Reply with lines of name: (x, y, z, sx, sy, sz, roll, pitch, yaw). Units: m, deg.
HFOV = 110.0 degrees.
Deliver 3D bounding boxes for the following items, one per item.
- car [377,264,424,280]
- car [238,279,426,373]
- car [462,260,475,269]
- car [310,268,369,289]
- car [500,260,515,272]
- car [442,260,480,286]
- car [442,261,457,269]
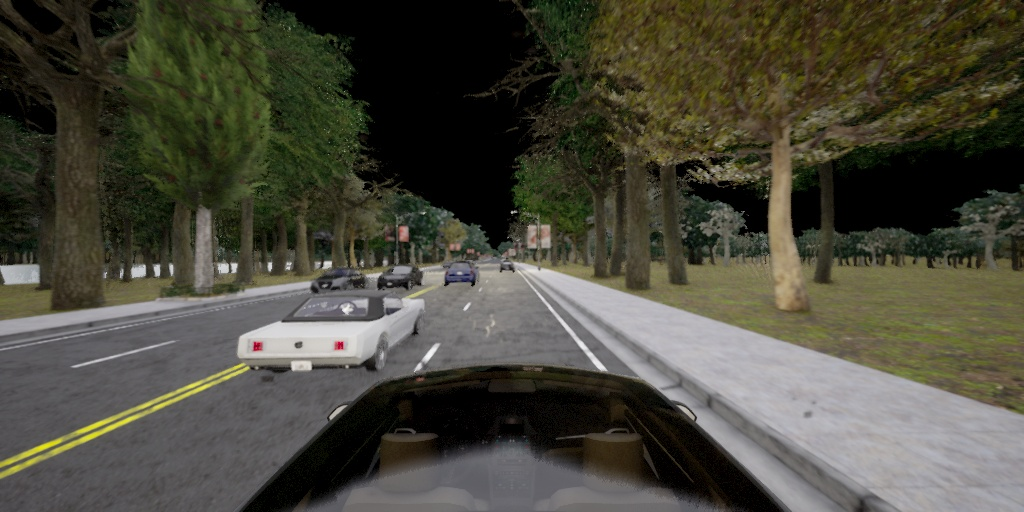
car: (-6.895, 1.304, 22.601, 1.882, 1.535, 5.008, 0, 0, -1)
car: (-3.216, 1.381, 7.652, 1.895, 1.301, 4.718, 0, 0, -1)
car: (-7.615, 1.467, 62.947, 1.837, 1.490, 4.892, 0, 0, -1)
car: (-10.124, 1.416, 21.361, 1.994, 1.385, 4.181, 0, 0, -1)
car: (-0.630, 1.361, 46.685, 1.812, 1.442, 4.674, 0, 0, -1)
car: (-3.500, 1.154, 25.806, 2.097, 1.767, 4.553, 0, 0, -1)
car: (-10.860, 1.552, 62.489, 1.994, 1.385, 4.181, 0, 0, -1)
